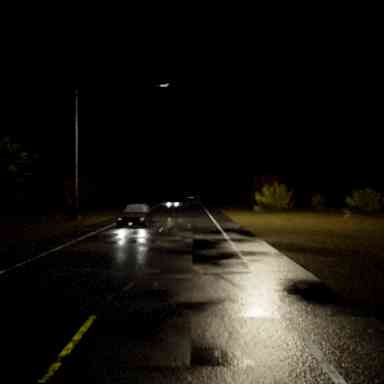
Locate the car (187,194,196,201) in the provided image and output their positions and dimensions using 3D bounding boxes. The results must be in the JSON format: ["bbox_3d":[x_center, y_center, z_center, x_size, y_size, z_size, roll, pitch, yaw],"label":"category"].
[{"bbox_3d":[-0.201,1.258,78.766,2.033,1.411,5.357,0,0,0],"label":"car"}]

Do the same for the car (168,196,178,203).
[{"bbox_3d":[-3.675,1.389,64.228,1.895,1.301,4.718,0,0,0],"label":"car"}]

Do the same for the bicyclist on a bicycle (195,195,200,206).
[{"bbox_3d":[0.843,1.232,47.175,0.659,1.776,1.843,0,0,0],"label":"bicyclist on a bicycle"}]

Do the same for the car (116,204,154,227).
[{"bbox_3d":[-3.657,1.492,22.341,2.033,1.411,5.357,0,0,0],"label":"car"}]

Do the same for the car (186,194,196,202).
[{"bbox_3d":[-0.171,1.275,66.798,2.128,1.511,4.902,0,0,0],"label":"car"}]

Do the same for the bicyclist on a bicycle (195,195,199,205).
[{"bbox_3d":[0.821,1.276,56.250,0.582,1.620,1.656,0,0,0],"label":"bicyclist on a bicycle"}]
